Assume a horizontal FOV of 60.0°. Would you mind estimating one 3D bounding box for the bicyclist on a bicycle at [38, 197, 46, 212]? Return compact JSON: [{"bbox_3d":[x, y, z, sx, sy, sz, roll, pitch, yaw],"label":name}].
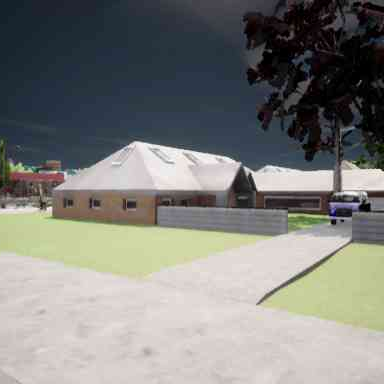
[{"bbox_3d":[-16.242,1.326,35.945,1.656,1.620,0.582,0,0,35],"label":"bicyclist on a bicycle"}]
